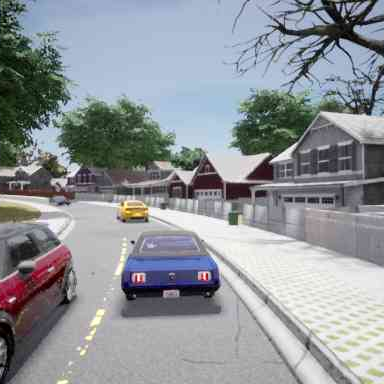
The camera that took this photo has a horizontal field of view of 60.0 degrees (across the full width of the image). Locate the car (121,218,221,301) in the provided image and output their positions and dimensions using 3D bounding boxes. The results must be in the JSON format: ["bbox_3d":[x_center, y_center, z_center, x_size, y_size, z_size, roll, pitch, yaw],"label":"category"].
[{"bbox_3d":[-0.607,1.596,8.368,1.895,1.301,4.718,0,0,-6],"label":"car"}]

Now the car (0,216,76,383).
[{"bbox_3d":[-3.293,1.349,4.946,2.097,1.767,4.553,0,0,-5],"label":"car"}]

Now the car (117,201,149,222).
[{"bbox_3d":[-4.615,1.394,25.552,1.882,1.535,5.008,0,0,-19],"label":"car"}]

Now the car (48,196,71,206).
[{"bbox_3d":[-18.513,1.235,46.268,2.033,1.411,5.357,0,1,-37],"label":"car"}]
